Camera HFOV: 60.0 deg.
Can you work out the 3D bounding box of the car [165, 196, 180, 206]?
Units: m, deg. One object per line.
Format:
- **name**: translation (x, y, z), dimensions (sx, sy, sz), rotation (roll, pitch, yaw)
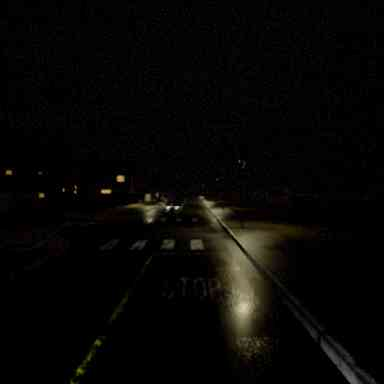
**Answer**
- **car**: translation (-2.754, 1.278, 47.984), dimensions (2.033, 1.411, 5.357), rotation (0, 1, 0)
